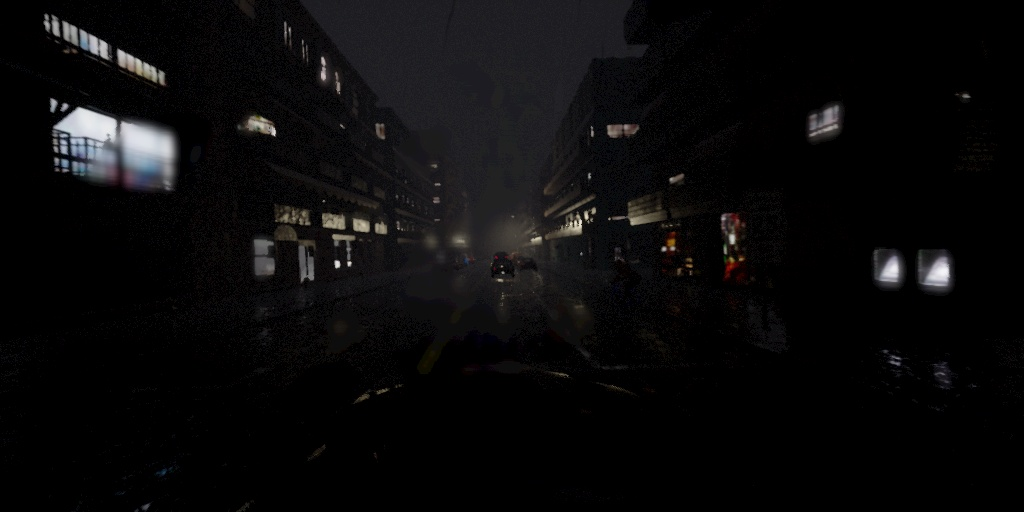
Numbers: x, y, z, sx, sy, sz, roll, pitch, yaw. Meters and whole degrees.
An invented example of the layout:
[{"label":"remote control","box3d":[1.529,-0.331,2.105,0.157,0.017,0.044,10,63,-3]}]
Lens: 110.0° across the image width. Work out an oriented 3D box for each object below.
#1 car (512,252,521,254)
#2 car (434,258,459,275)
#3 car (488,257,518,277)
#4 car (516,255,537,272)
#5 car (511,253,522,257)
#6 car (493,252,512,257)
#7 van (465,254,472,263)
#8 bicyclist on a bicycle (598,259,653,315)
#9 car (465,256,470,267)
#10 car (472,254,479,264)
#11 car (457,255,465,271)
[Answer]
[{"label":"car","box3d":[0.852,0.312,58.849,2.192,1.841,5.009,0,0,-2]},{"label":"car","box3d":[-6.733,1.135,36.206,1.802,1.307,4.207,0,0,-2]},{"label":"car","box3d":[-0.802,1.013,30.628,1.895,1.301,4.718,-2,1,-2]},{"label":"car","box3d":[1.606,0.835,36.455,1.802,1.307,4.207,0,0,-2]},{"label":"car","box3d":[1.223,0.651,47.822,1.751,1.417,4.829,0,0,-2]},{"label":"car","box3d":[-1.617,0.364,54.206,2.150,2.045,5.566,-2,1,-2]},{"label":"van","box3d":[-7.299,0.702,53.001,1.690,1.789,3.998,0,0,-2]},{"label":"bicyclist on a bicycle","box3d":[3.326,0.917,10.589,1.656,1.620,0.582,-2,1,-2]},{"label":"car","box3d":[-7.110,0.976,47.403,2.007,1.370,4.403,0,0,-2]},{"label":"car","box3d":[-7.699,0.550,64.197,2.192,1.841,5.009,0,0,-2]},{"label":"car","box3d":[-6.921,0.929,41.804,1.967,1.591,4.097,0,0,-2]}]
